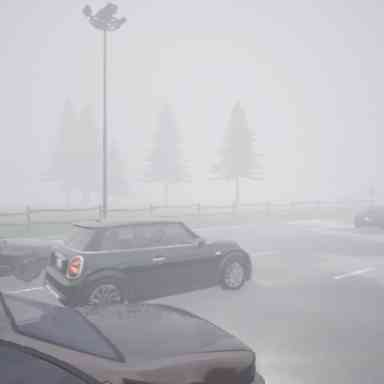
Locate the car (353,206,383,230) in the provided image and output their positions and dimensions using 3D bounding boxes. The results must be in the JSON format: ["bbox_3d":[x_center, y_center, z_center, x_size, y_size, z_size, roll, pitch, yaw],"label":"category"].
[{"bbox_3d":[12.029,1.579,20.922,4.181,1.385,1.994,0,0,-35],"label":"car"}]

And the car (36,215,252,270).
[{"bbox_3d":[-0.772,1.354,7.495,4.553,1.767,2.097,0,0,-36],"label":"car"}]

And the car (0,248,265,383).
[{"bbox_3d":[-1.914,1.548,2.382,5.357,1.411,2.033,0,0,-35],"label":"car"}]

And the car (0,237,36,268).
[{"bbox_3d":[-5.961,1.548,8.093,5.357,1.411,2.033,0,0,-35],"label":"car"}]
